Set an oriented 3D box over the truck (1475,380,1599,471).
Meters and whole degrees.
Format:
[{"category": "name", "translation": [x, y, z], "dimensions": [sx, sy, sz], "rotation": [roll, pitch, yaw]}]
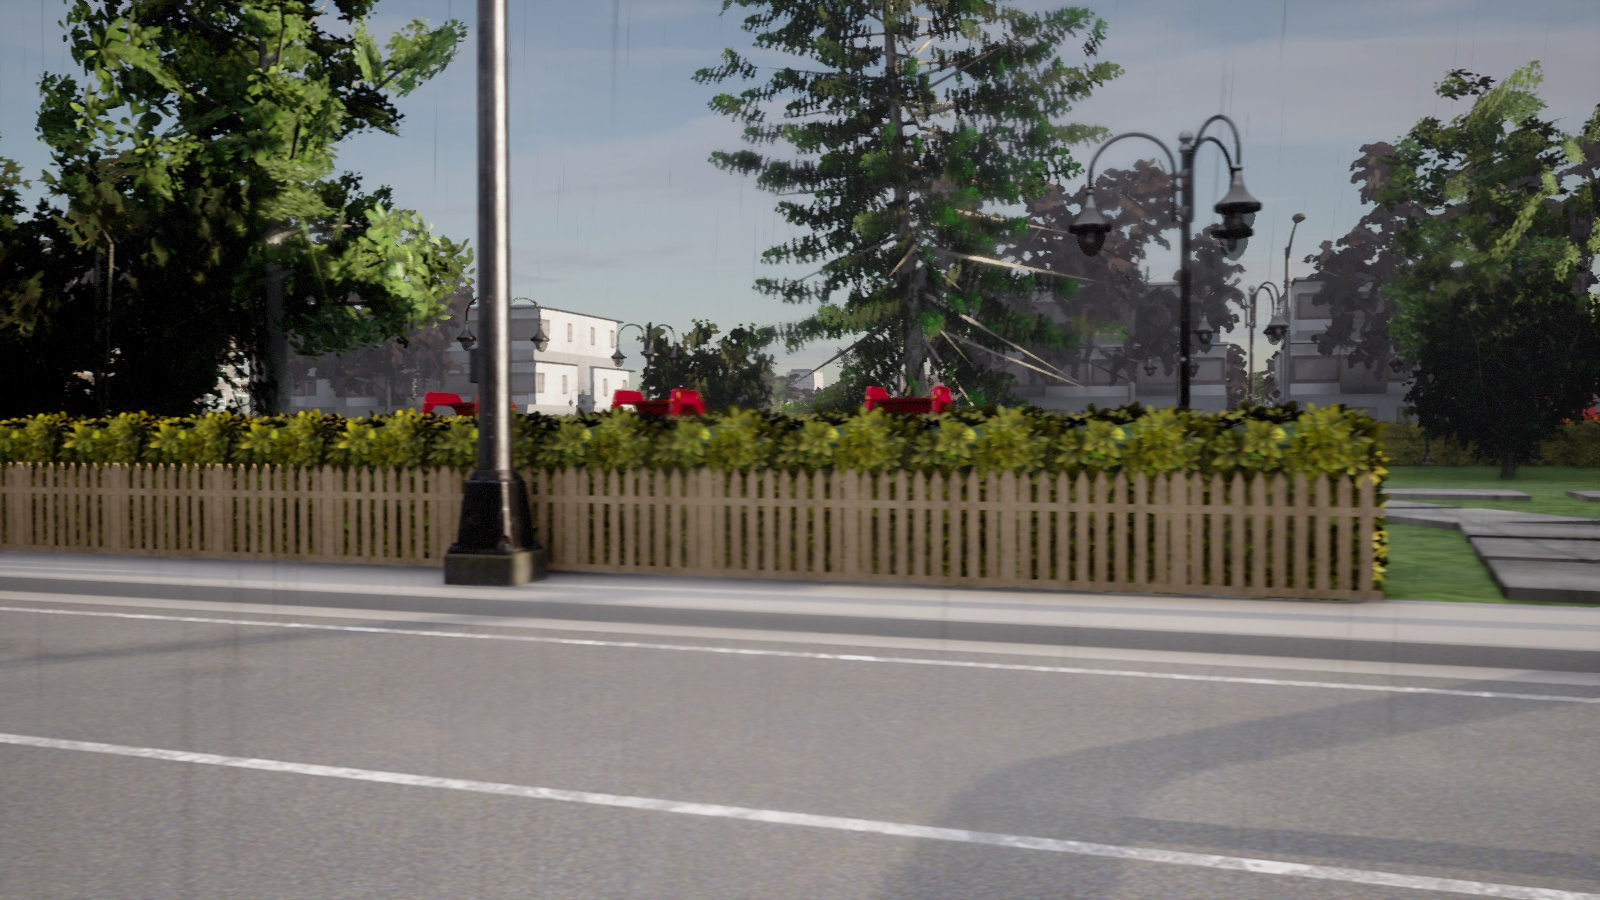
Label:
[{"category": "truck", "translation": [34.203, -1.059, 54.300], "dimensions": [8.468, 3.827, 2.891], "rotation": [1, 1, 19]}]
